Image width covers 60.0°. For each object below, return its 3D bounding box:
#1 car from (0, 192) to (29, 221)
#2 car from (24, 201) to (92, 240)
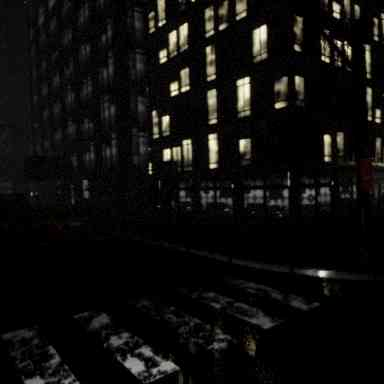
[{"bbox_3d":[-13.552,1.052,24.988,2.192,1.841,5.009,-2,1,-38],"label":"car"},{"bbox_3d":[-6.237,1.286,15.540,1.752,1.417,4.829,-2,1,-38],"label":"car"}]
